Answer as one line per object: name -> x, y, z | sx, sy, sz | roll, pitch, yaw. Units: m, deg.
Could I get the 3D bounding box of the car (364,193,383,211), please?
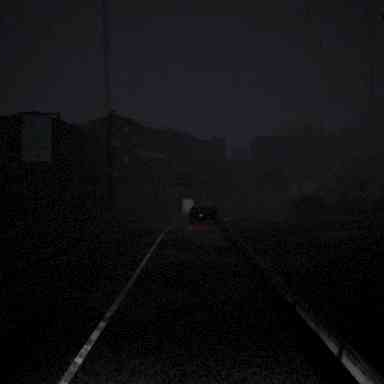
car -> 21.048, 0.994, 34.377 | 2.435, 2.045, 5.566 | -3, -1, -12

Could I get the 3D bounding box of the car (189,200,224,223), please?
car -> 1.129, 1.351, 23.939 | 1.882, 1.535, 5.008 | -1, 0, 13

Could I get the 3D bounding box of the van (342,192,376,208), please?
van -> 23.760, 1.170, 47.399 | 1.878, 1.987, 4.442 | -3, -1, -12

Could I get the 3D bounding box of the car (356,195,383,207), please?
car -> 26.477, 1.247, 48.094 | 2.231, 1.521, 4.892 | -3, -1, -12

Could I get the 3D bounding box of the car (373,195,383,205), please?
car -> 29.205, 1.126, 48.667 | 2.002, 1.452, 4.674 | -3, -1, -12
